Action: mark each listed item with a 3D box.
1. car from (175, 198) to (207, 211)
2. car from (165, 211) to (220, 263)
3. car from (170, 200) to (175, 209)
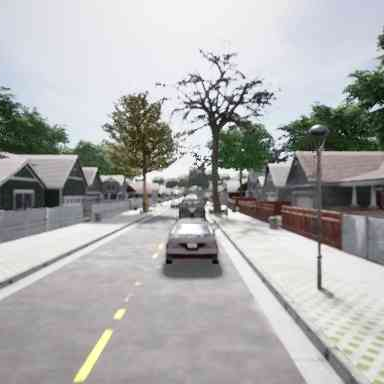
[{"bbox_3d":[0.024,1.520,27.605,2.150,2.045,5.566,0,0,0],"label":"car"},{"bbox_3d":[0.014,1.681,12.526,2.033,1.411,5.357,0,-1,0],"label":"car"},{"bbox_3d":[-2.728,2.158,57.523,2.033,1.411,5.357,0,-1,0],"label":"car"}]
